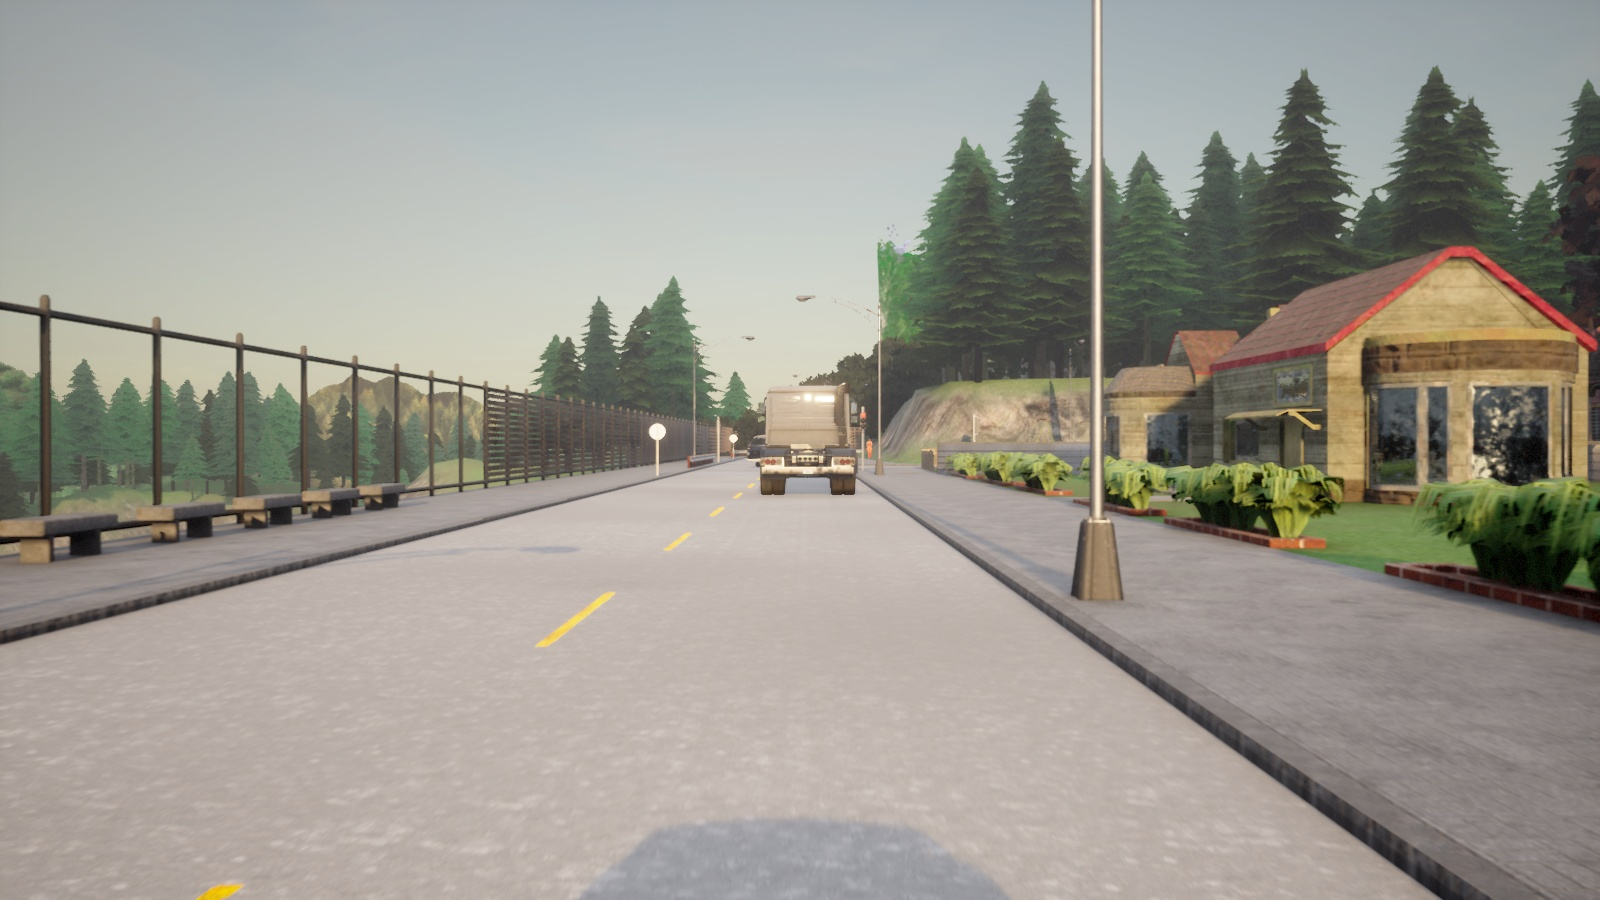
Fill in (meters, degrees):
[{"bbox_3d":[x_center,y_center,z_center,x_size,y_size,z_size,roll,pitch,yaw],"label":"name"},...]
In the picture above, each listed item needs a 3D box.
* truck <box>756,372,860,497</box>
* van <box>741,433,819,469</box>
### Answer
[{"bbox_3d":[0.242,-0.455,39.009,2.891,3.462,7.936,0,0,0],"label":"truck"},{"bbox_3d":[-1.136,0.050,74.318,2.069,2.038,4.480,-1,0,43],"label":"van"}]
